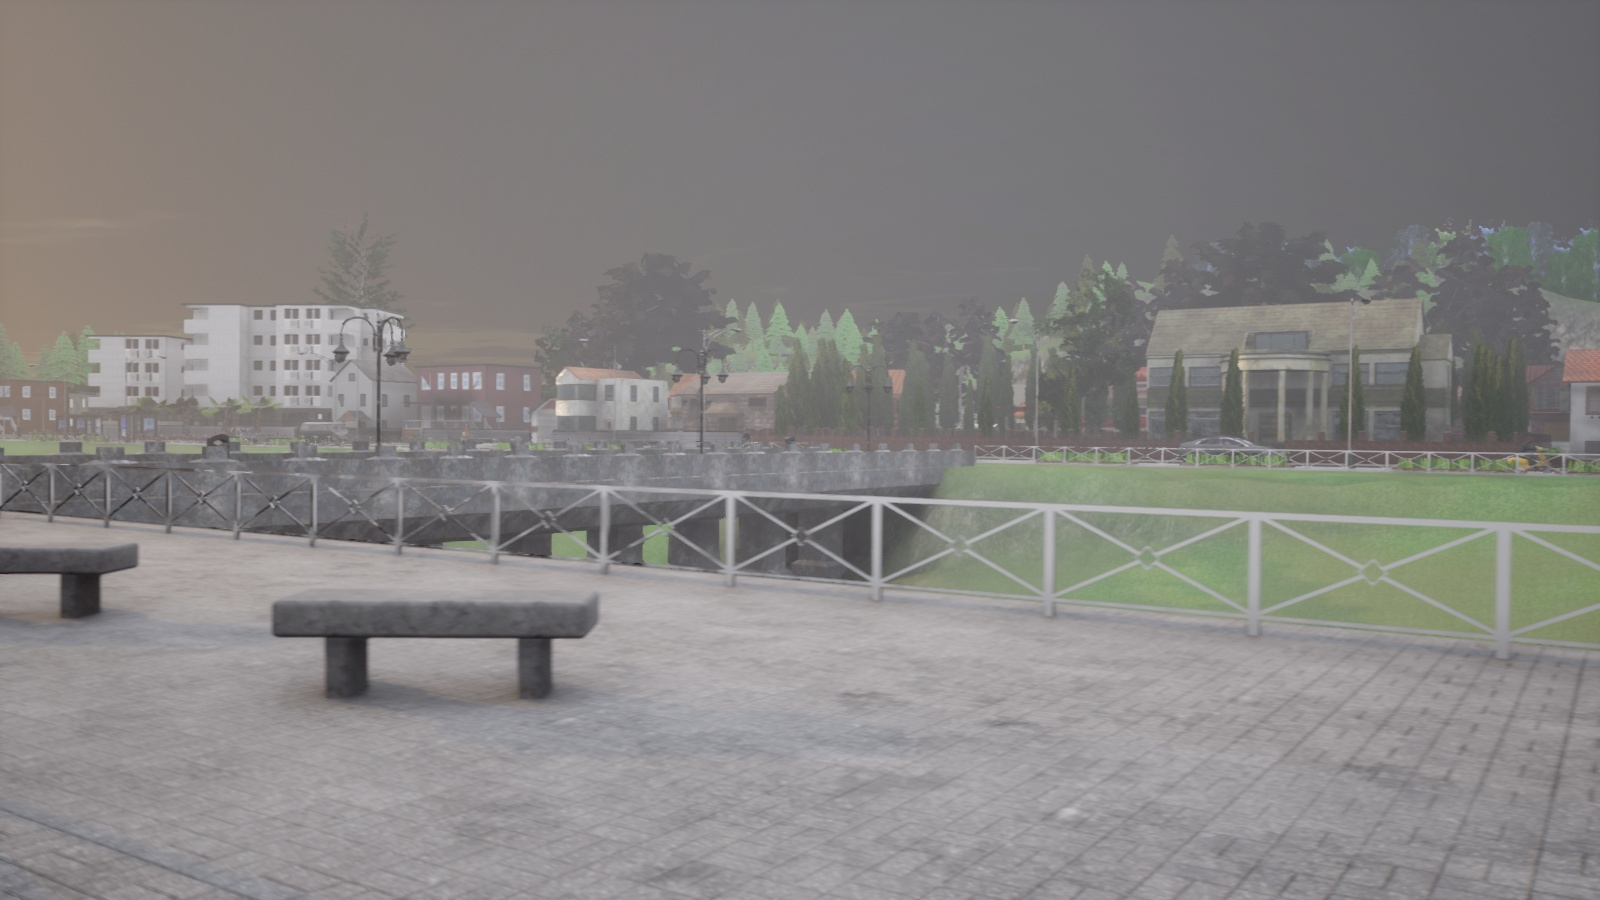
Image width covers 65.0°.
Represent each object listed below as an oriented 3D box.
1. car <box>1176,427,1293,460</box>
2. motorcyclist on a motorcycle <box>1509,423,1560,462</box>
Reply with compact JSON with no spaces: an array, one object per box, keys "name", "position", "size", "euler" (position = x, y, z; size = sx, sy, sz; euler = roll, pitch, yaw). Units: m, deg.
[{"name":"car","position":[20.654,-0.315,59.733],"size":[4.902,1.511,2.128],"euler":[0,1,34]},{"name":"motorcyclist on a motorcycle","position":[30.929,-0.317,52.903],"size":[1.817,1.590,0.866],"euler":[0,1,34]}]
